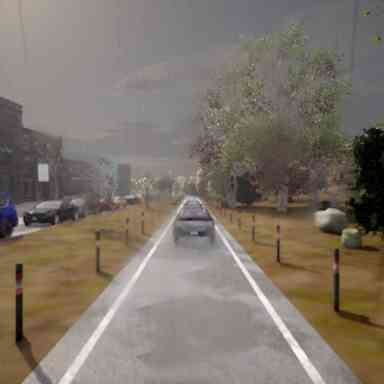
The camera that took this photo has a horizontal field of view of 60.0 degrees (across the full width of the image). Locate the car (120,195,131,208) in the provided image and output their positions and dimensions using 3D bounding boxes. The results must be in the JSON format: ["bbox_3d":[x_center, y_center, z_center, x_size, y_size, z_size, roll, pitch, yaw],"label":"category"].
[{"bbox_3d":[-9.019,1.202,39.164,1.946,1.575,5.366,0,0,2],"label":"car"}]

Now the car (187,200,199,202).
[{"bbox_3d":[0.097,1.490,31.942,1.994,1.385,4.181,0,0,0],"label":"car"}]

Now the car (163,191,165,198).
[{"bbox_3d":[-9.066,1.042,88.250,2.231,1.521,4.892,0,-1,-2],"label":"car"}]

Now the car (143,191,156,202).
[{"bbox_3d":[-9.039,0.884,64.848,2.435,2.045,5.566,0,0,1],"label":"car"}]

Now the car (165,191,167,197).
[{"bbox_3d":[-9.071,1.058,93.761,2.163,1.488,4.792,0,-1,-2],"label":"car"}]

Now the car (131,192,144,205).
[{"bbox_3d":[-9.023,1.167,49.417,2.097,1.535,5.008,0,0,2],"label":"car"}]

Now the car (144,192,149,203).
[{"bbox_3d":[-9.029,1.135,54.965,2.097,1.535,5.008,0,0,2],"label":"car"}]

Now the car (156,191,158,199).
[{"bbox_3d":[-9.047,1.144,71.594,2.002,1.452,4.674,0,0,0],"label":"car"}]

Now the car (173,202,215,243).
[{"bbox_3d":[0.095,1.477,16.189,2.128,1.511,4.902,0,0,0],"label":"car"}]

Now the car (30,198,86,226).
[{"bbox_3d":[-8.991,1.265,21.686,2.097,1.535,5.008,0,0,2],"label":"car"}]

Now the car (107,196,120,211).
[{"bbox_3d":[-9.004,1.243,32.783,2.097,1.535,5.008,0,0,2],"label":"car"}]

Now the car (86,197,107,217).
[{"bbox_3d":[-8.998,1.264,27.227,2.231,1.521,4.892,0,1,2],"label":"car"}]

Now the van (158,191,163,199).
[{"bbox_3d":[-9.065,0.852,82.564,1.878,1.987,4.442,0,0,2],"label":"van"}]

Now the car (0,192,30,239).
[{"bbox_3d":[-8.982,1.019,12.732,2.435,2.045,5.566,0,0,2],"label":"car"}]
